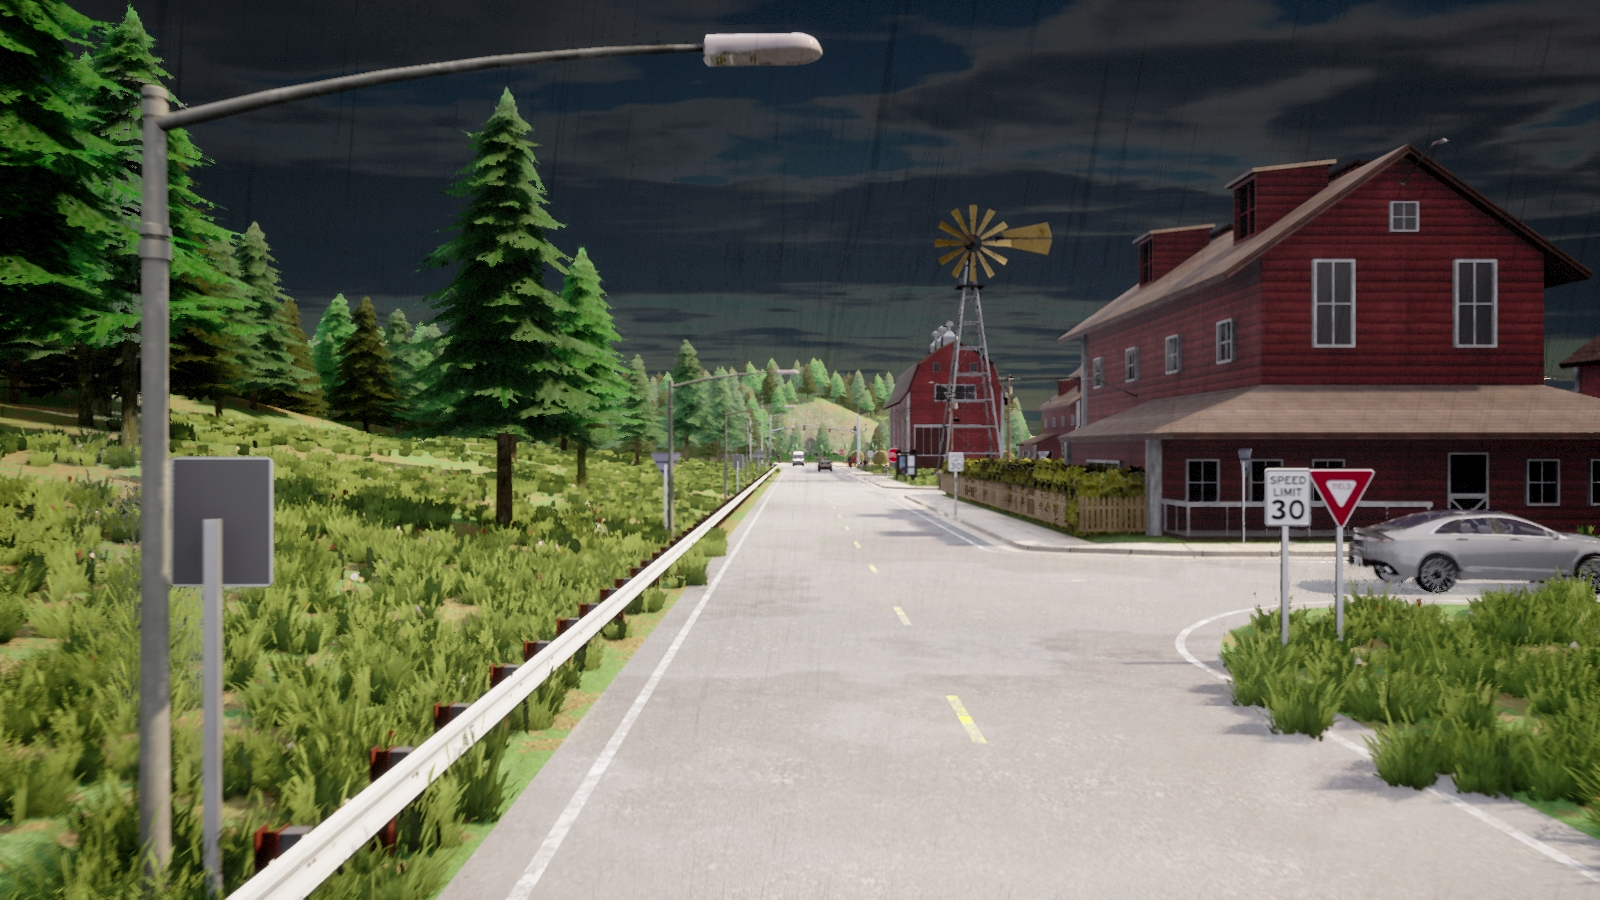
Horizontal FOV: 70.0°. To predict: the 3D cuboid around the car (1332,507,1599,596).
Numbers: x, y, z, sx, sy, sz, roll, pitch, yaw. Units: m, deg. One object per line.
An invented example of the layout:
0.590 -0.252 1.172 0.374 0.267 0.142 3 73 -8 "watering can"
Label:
13.150 1.908 21.916 4.902 1.511 2.128 0 0 1 "car"
